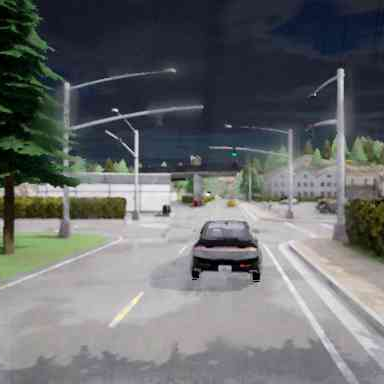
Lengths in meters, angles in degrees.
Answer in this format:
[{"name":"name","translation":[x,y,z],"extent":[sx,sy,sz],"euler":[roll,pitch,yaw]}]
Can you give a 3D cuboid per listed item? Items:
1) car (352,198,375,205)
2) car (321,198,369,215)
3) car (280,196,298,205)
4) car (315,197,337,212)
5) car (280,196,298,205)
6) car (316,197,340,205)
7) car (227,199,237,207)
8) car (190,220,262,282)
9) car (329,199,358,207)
[{"name":"car","translation":[40.896,2.223,79.507],"extent":[4.514,1.523,2.007],"euler":[0,-1,7]},{"name":"car","translation":[17.438,1.775,37.596],"extent":[4.514,1.523,2.007],"euler":[0,-1,7]},{"name":"car","translation":[21.716,2.208,74.742],"extent":[3.806,1.475,1.970],"euler":[0,-1,7]},{"name":"car","translation":[17.754,1.800,40.717],"extent":[5.027,1.636,2.152],"euler":[0,-1,7]},{"name":"car","translation":[22.712,1.961,77.975],"extent":[3.866,1.878,1.905],"euler":[0,-1,7]},{"name":"car","translation":[30.141,1.945,73.789],"extent":[4.605,1.855,1.932],"euler":[0,-1,7]},{"name":"car","translation":[7.951,2.211,65.998],"extent":[1.882,1.535,5.008],"euler":[0,-1,7]},{"name":"car","translation":[1.061,1.607,10.232],"extent":[2.128,1.511,4.902],"euler":[0,-1,7]},{"name":"car","translation":[27.975,2.009,61.500],"extent":[4.514,1.523,2.007],"euler":[0,-1,7]}]
